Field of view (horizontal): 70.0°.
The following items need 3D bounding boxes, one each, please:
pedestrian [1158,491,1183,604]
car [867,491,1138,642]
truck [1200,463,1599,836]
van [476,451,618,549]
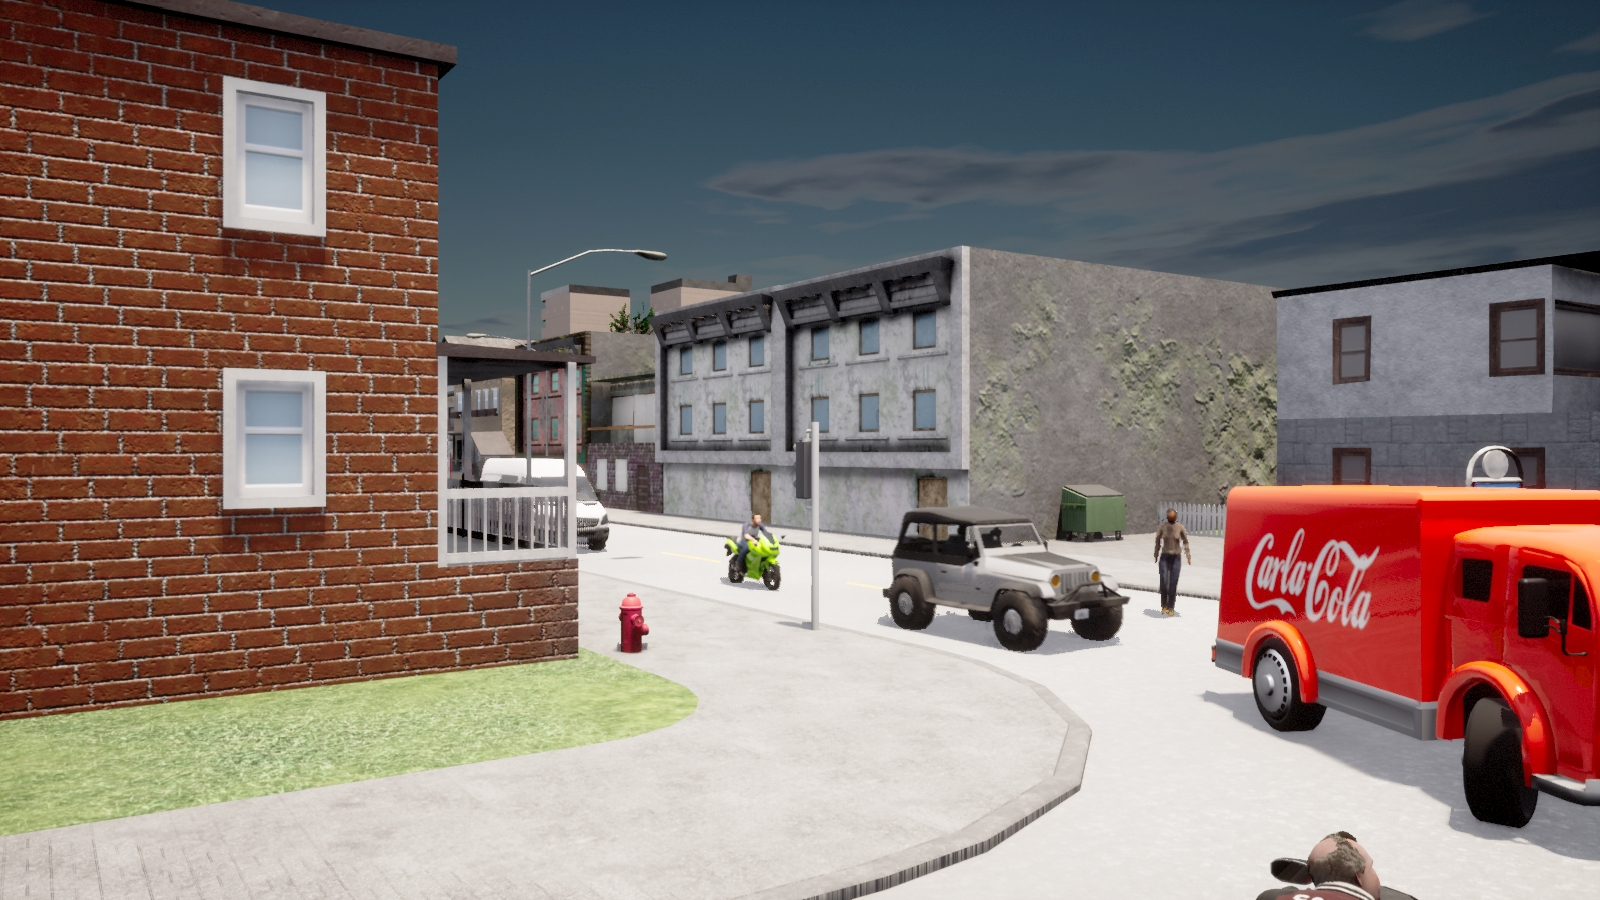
[{"bbox_3d":[6.217,1.628,19.192,0.375,1.860,0.375,0,0,14],"label":"pedestrian"},{"bbox_3d":[2.977,1.637,17.467,1.905,1.878,3.866,0,0,-35],"label":"car"},{"bbox_3d":[6.072,1.356,10.335,2.627,2.467,5.204,0,-1,-6],"label":"truck"},{"bbox_3d":[-7.433,1.315,32.997,1.988,2.561,5.915,0,0,-34],"label":"van"}]
